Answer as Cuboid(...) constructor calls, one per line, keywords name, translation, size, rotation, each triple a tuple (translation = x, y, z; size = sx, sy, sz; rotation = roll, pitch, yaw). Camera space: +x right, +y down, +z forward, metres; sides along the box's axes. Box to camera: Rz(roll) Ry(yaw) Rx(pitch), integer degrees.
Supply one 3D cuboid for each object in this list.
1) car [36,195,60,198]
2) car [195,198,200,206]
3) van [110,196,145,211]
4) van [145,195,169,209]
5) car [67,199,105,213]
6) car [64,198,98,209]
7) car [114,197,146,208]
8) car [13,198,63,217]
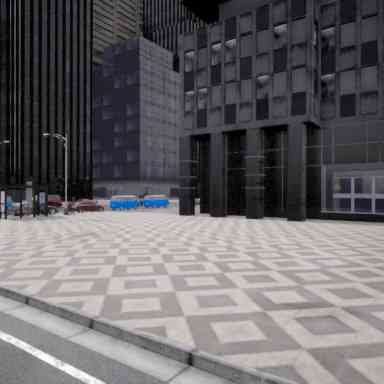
Cuboid(name="car", translation=(-18.293, 1.285, 40.527), size=(2.192, 1.841, 5.009), rotation=(0, 0, 35))
Cuboid(name="car", translation=(1.821, 1.570, 54.087), size=(1.802, 1.307, 4.206), rotation=(0, 0, 35))
Cuboid(name="van", translation=(-8.055, 1.332, 40.211), size=(1.690, 1.788, 3.998), rotation=(0, 0, 35))
Cuboid(name="van", translation=(-4.763, 1.330, 44.836), size=(1.690, 1.788, 3.998), rotation=(0, 0, 35))
Cuboid(name="car", translation=(-11.348, 1.576, 35.585), size=(1.802, 1.307, 4.206), rotation=(0, 0, 35))
Cuboid(name="car", translation=(-15.002, 1.549, 45.153), size=(1.802, 1.307, 4.206), rotation=(0, 0, 35))
Cuboid(name="car", translation=(-9.089, 1.498, 48.850), size=(1.812, 1.442, 4.674), rotation=(0, 0, 36))
Cuboid(name="car", translation=(-14.641, 1.549, 30.960), size=(2.008, 1.369, 4.403), rotation=(0, 0, 35))
